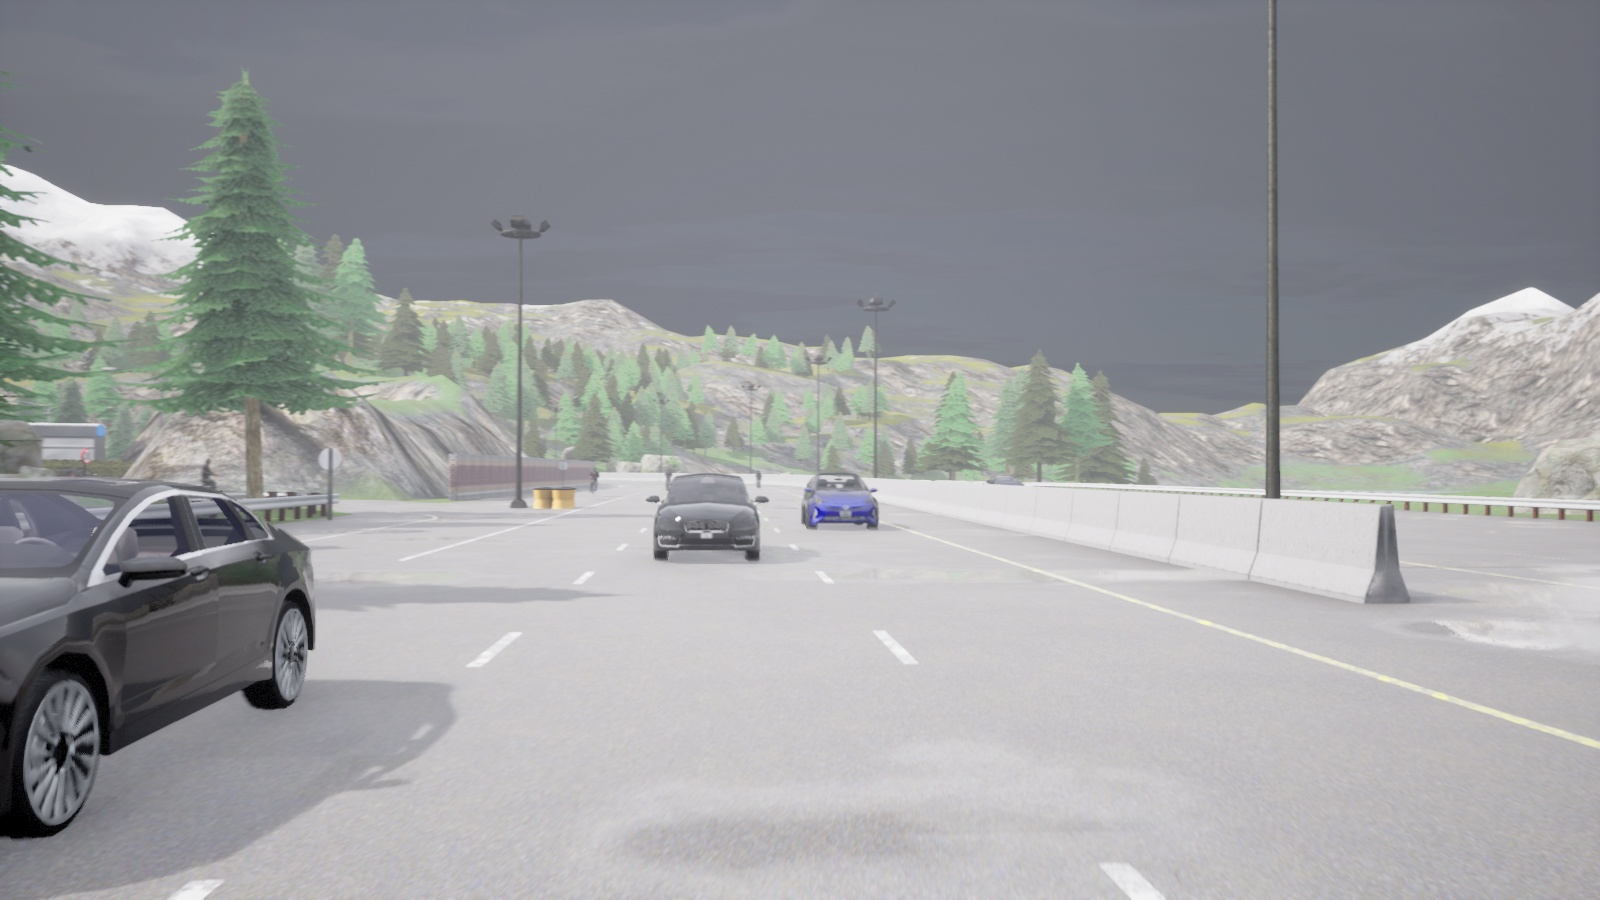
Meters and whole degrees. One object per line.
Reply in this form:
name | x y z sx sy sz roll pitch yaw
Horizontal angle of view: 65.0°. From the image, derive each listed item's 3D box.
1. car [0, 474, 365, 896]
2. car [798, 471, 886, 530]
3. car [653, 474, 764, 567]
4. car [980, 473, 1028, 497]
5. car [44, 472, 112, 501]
car | -4.107 0.898 6.736 2.128 1.511 4.902 0 -1 -4
car | 1.085 1.341 34.767 2.007 1.525 4.514 0 -1 -4
car | -1.668 1.213 23.162 1.837 1.490 4.892 0 -1 -4
car | 12.394 2.119 76.596 1.994 1.385 4.181 0 -1 -4
car | -42.057 2.086 73.201 1.851 1.617 3.988 0 -1 -4
